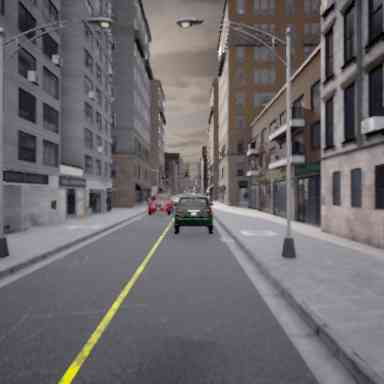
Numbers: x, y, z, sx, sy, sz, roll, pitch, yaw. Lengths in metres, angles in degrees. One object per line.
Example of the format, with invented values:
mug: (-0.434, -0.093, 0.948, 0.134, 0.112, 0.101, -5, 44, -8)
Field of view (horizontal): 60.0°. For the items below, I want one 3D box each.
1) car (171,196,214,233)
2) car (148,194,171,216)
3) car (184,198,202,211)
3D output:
car: (0.093, 1.226, 19.971, 2.150, 2.045, 5.566, 0, 0, 0)
car: (-3.100, 1.223, 33.491, 2.150, 2.045, 5.566, 0, 0, 0)
car: (0.086, 1.491, 40.983, 2.128, 1.511, 4.902, 0, 0, 0)
